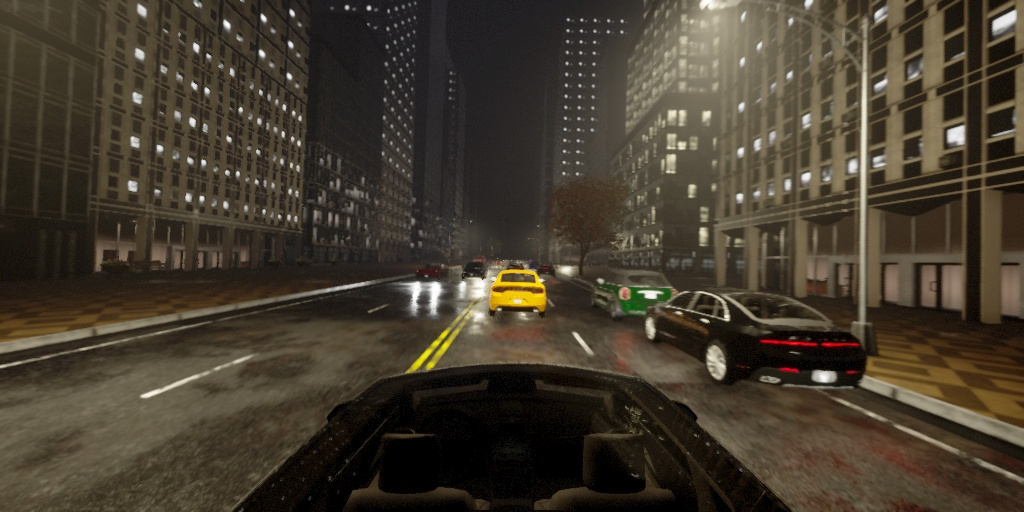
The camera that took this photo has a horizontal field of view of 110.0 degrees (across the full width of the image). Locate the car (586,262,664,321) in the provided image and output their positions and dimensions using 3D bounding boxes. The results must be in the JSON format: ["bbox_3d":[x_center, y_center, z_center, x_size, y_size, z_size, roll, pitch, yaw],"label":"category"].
[{"bbox_3d":[4.326,1.269,13.292,2.097,1.767,4.553,2,0,0],"label":"car"}]

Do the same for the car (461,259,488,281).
[{"bbox_3d":[-3.131,1.236,30.508,1.837,1.490,4.892,2,0,1],"label":"car"}]

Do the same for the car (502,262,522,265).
[{"bbox_3d":[0.350,1.354,38.570,2.128,1.511,4.902,2,0,0],"label":"car"}]

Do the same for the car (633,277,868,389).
[{"bbox_3d":[4.286,1.405,7.322,1.837,1.490,4.892,2,0,0],"label":"car"}]

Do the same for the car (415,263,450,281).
[{"bbox_3d":[-6.396,1.225,29.134,1.895,1.301,4.718,2,0,0],"label":"car"}]

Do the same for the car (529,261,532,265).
[{"bbox_3d":[3.617,1.495,57.159,1.882,1.535,5.008,2,0,1],"label":"car"}]

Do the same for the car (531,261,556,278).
[{"bbox_3d":[3.554,1.456,38.333,2.128,1.511,4.902,2,0,1],"label":"car"}]

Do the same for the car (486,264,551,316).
[{"bbox_3d":[0.201,1.267,13.684,1.882,1.535,5.008,2,0,0],"label":"car"}]
